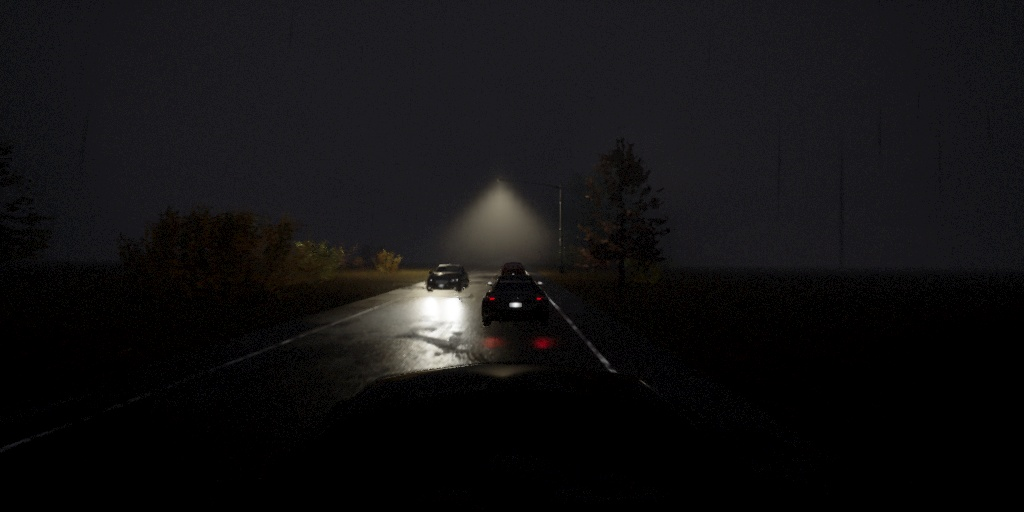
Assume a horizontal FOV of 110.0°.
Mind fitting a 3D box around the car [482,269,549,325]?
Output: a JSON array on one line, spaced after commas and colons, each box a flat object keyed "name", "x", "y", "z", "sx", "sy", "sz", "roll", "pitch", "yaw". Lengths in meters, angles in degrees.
[{"name": "car", "x": 0.100, "y": 1.313, "z": 11.851, "sx": 1.994, "sy": 1.385, "sz": 4.181, "roll": 0, "pitch": 0, "yaw": 0}]

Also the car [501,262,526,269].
[{"name": "car", "x": 0.099, "y": 1.224, "z": 29.684, "sx": 1.882, "sy": 1.535, "sz": 5.008, "roll": 0, "pitch": 0, "yaw": 0}]

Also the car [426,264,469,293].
[{"name": "car", "x": -3.600, "y": 1.239, "z": 20.709, "sx": 2.128, "sy": 1.511, "sz": 4.902, "roll": 0, "pitch": 0, "yaw": 0}]
